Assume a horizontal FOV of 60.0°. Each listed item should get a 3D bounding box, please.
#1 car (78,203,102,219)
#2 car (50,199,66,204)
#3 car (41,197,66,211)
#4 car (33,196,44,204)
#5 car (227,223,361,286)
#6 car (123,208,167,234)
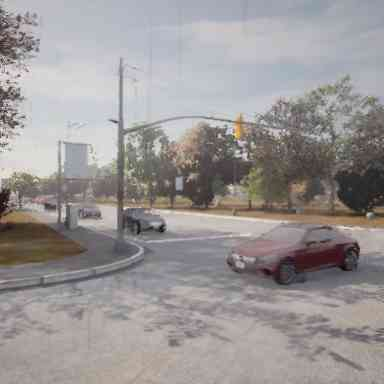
[{"bbox_3d":[-10.632,1.937,33.880,1.837,1.490,4.892,1,-1,-31],"label":"car"},{"bbox_3d":[-33.024,2.322,81.949,4.718,1.301,1.895,0,-1,43],"label":"car"},{"bbox_3d":[-21.379,2.025,51.223,1.882,1.535,5.008,1,-1,-34],"label":"car"},{"bbox_3d":[-35.281,2.032,79.257,4.553,1.767,2.097,0,-1,43],"label":"car"},{"bbox_3d":[3.205,1.680,10.015,4.674,1.442,1.812,1,-1,-33],"label":"car"},{"bbox_3d":[-3.285,1.787,21.359,2.128,1.511,4.902,1,-1,-30],"label":"car"}]
